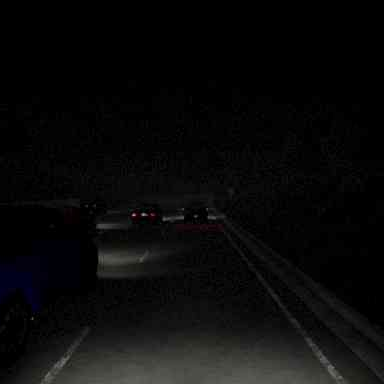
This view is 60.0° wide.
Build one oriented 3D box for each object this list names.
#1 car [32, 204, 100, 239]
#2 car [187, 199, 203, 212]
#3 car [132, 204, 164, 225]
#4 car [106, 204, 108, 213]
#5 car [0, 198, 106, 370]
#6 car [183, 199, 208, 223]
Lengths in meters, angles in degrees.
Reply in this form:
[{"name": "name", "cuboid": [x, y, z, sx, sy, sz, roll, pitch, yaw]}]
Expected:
[{"name": "car", "cuboid": [-6.772, 1.512, 18.527, 1.882, 1.535, 5.008, 0, 0, 0]}, {"name": "car", "cuboid": [0.392, 1.619, 41.736, 1.812, 1.442, 4.674, 0, 0, 0]}, {"name": "car", "cuboid": [-3.229, 1.599, 24.865, 2.033, 1.411, 5.357, 0, 0, 0]}, {"name": "car", "cuboid": [-10.162, 1.417, 34.209, 2.097, 1.767, 4.553, 0, 0, 0]}, {"name": "car", "cuboid": [-3.364, 1.231, 5.837, 2.150, 2.045, 5.566, 0, 0, 0]}, {"name": "car", "cuboid": [0.281, 1.585, 26.426, 1.812, 1.442, 4.674, 0, 0, 0]}]
